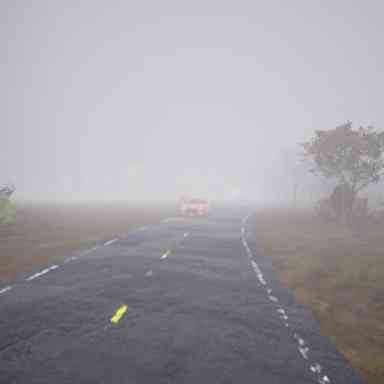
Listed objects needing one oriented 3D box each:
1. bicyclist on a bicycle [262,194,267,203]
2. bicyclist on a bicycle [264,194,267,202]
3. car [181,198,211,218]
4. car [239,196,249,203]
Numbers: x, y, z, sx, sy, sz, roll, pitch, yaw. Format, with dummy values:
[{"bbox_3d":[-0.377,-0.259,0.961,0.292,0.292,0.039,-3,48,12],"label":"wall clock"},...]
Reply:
[{"bbox_3d":[15.384,1.528,71.773,0.582,1.620,1.656,0,0,15],"label":"bicyclist on a bicycle"},{"bbox_3d":[17.754,1.460,80.450,0.659,1.776,1.843,0,0,15],"label":"bicyclist on a bicycle"},{"bbox_3d":[0.443,1.365,30.823,2.097,1.767,4.553,0,0,13],"label":"car"},{"bbox_3d":[11.141,1.594,70.762,2.033,1.411,5.357,0,0,15],"label":"car"}]
